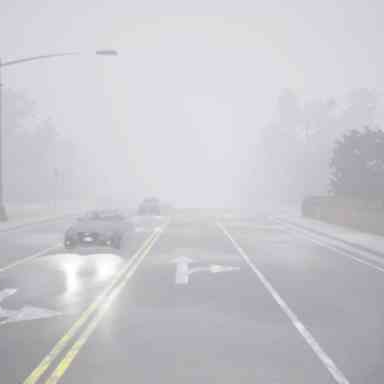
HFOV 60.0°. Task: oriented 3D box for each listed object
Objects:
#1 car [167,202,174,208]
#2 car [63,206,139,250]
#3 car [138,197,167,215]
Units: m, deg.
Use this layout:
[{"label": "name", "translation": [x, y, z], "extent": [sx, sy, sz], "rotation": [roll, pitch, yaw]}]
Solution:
[{"label": "car", "translation": [-3.553, 2.166, 48.619], "extent": [2.033, 1.411, 5.357], "rotation": [0, -10, 0]}, {"label": "car", "translation": [-3.595, 1.427, 13.502], "extent": [1.994, 1.385, 4.181], "rotation": [0, 0, 0]}, {"label": "car", "translation": [-3.583, 1.206, 29.297], "extent": [1.837, 1.490, 4.892], "rotation": [0, 1, 0]}]
